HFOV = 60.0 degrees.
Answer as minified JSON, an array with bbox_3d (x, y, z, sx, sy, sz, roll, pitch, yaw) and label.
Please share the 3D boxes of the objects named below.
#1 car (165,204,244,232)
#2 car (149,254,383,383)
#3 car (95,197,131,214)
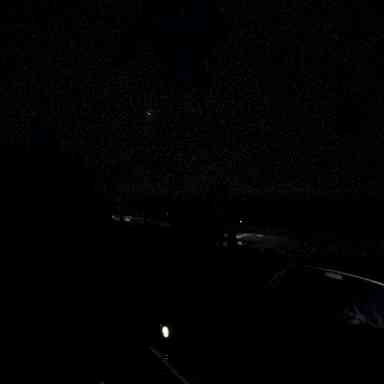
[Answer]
[{"bbox_3d":[0.507,1.366,18.732,2.033,1.411,5.357,2,-1,-35],"label":"car"},{"bbox_3d":[1.880,1.600,4.256,4.718,1.301,1.895,0,0,-35],"label":"car"},{"bbox_3d":[-7.114,1.192,29.770,2.128,1.511,4.902,2,-1,-35],"label":"car"}]
